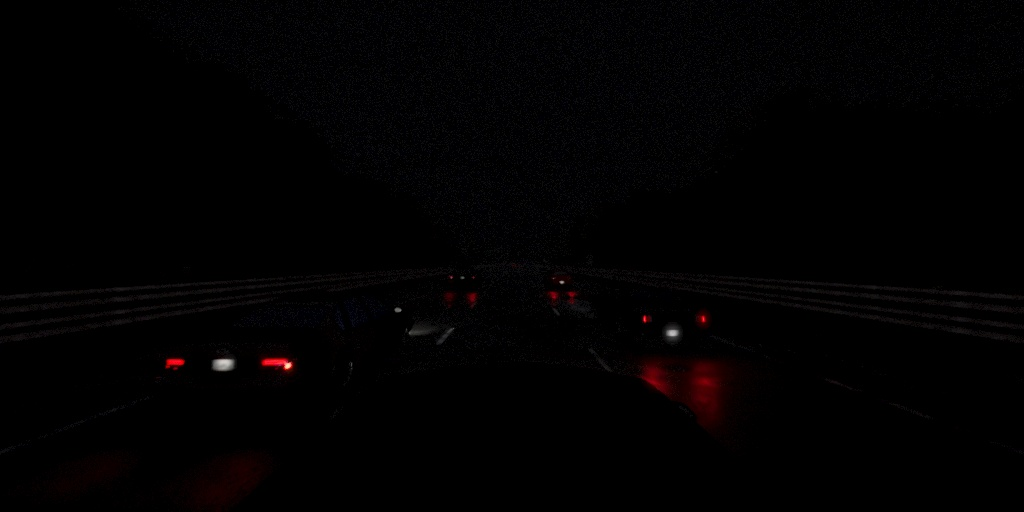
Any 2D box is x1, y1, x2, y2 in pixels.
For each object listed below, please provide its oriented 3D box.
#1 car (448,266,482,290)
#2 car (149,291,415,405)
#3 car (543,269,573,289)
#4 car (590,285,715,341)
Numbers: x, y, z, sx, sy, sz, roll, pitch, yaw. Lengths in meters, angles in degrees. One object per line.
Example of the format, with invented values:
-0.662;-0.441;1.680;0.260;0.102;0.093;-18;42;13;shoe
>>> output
-3.408;1.560;26.817;2.097;1.767;4.553;0;-1;0;car
-3.403;1.366;6.737;2.033;1.411;5.357;0;-1;0;car
3.592;1.759;28.044;1.812;1.442;4.674;0;-1;0;car
3.597;1.480;10.255;1.895;1.301;4.718;0;-1;0;car
